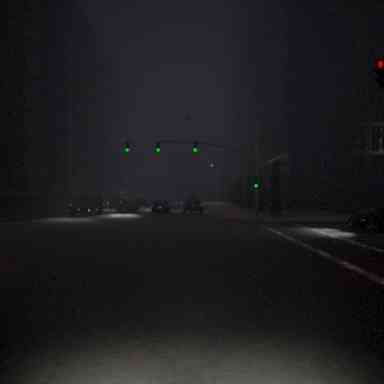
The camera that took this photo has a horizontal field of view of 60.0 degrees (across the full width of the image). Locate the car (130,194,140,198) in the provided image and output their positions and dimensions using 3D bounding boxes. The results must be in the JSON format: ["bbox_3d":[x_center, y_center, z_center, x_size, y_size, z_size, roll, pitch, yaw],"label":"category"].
[{"bbox_3d":[-10.517,1.636,62.967,1.837,1.490,4.892,0,0,0],"label":"car"}]

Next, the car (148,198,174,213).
[{"bbox_3d":[-3.410,1.642,37.518,1.994,1.385,4.181,0,0,0],"label":"car"}]

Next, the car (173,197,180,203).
[{"bbox_3d":[-3.518,1.701,71.198,1.994,1.385,4.181,0,0,0],"label":"car"}]

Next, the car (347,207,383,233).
[{"bbox_3d":[11.472,1.566,19.253,4.674,1.442,1.812,0,0,-1],"label":"car"}]

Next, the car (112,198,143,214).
[{"bbox_3d":[-7.085,1.641,36.932,1.994,1.385,4.181,0,0,0],"label":"car"}]

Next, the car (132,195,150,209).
[{"bbox_3d":[-7.074,1.604,47.545,1.837,1.490,4.892,0,0,0],"label":"car"}]

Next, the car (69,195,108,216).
[{"bbox_3d":[-10.590,1.292,33.838,2.150,2.045,5.566,0,0,0],"label":"car"}]

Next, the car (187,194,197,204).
[{"bbox_3d":[-0.018,1.370,69.676,2.150,2.045,5.566,0,0,0],"label":"car"}]

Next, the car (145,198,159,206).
[{"bbox_3d":[-7.045,1.723,58.853,1.895,1.301,4.718,0,0,1],"label":"car"}]

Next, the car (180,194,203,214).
[{"bbox_3d":[0.091,1.429,36.868,2.097,1.767,4.553,0,0,0],"label":"car"}]

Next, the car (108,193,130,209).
[{"bbox_3d":[-10.579,1.449,46.937,2.097,1.767,4.553,0,0,0],"label":"car"}]
